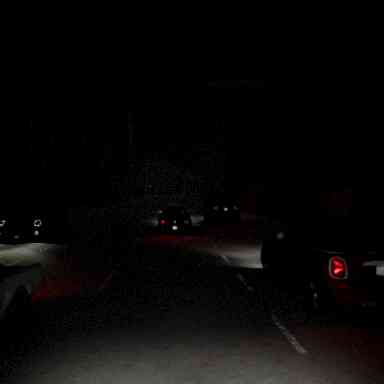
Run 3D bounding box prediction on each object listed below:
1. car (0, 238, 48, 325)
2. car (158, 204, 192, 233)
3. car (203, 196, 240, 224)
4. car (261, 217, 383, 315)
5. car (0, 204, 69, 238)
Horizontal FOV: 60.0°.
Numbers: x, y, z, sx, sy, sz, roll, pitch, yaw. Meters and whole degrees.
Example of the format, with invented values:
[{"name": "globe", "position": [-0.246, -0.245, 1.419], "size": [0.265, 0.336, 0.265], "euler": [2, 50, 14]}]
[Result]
[{"name": "car", "position": [-3.819, 1.638, 4.390], "size": [1.895, 1.301, 4.718], "euler": [0, 0, -3]}, {"name": "car", "position": [-1.067, 1.671, 20.371], "size": [1.895, 1.301, 4.718], "euler": [0, 0, -3]}, {"name": "car", "position": [2.142, 1.286, 25.265], "size": [2.150, 2.045, 5.566], "euler": [0, 0, -3]}, {"name": "car", "position": [3.141, 1.359, 7.783], "size": [2.097, 1.767, 4.553], "euler": [0, 0, -4]}, {"name": "car", "position": [-8.084, 1.455, 17.304], "size": [2.097, 1.767, 4.553], "euler": [0, 0, -3]}]
